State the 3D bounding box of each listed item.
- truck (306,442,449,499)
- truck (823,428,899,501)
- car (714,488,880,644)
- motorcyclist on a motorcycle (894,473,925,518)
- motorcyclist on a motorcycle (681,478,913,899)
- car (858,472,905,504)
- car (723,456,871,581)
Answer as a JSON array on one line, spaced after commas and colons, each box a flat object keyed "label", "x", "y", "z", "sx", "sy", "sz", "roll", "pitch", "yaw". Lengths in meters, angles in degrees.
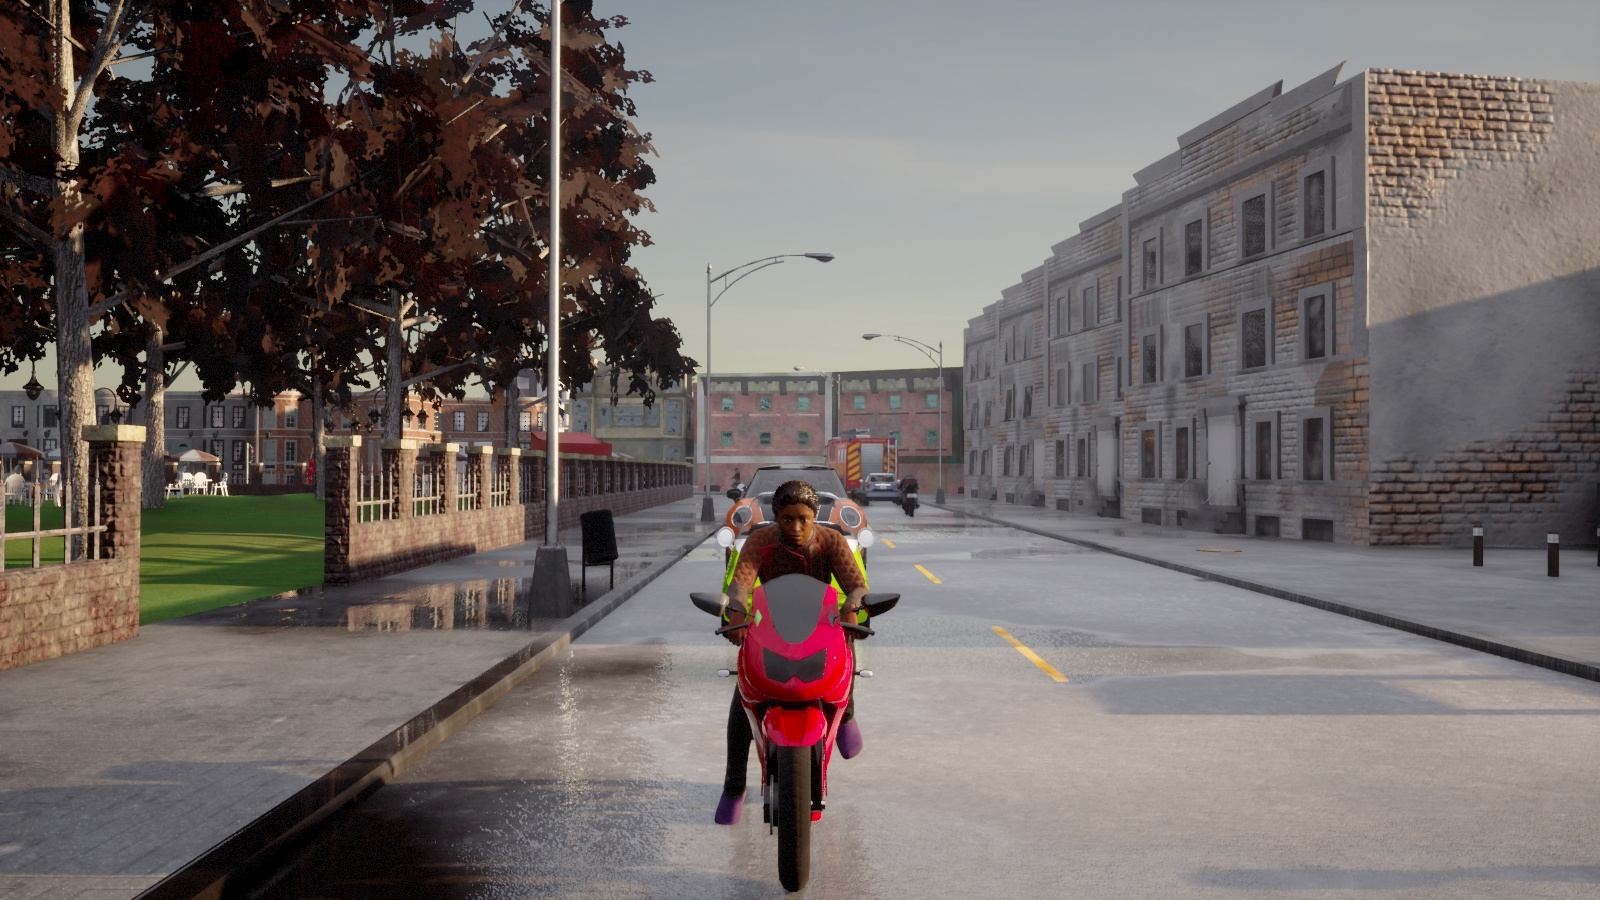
[{"label": "truck", "x": -26.326, "y": 1.253, "z": 78.481, "sx": 7.936, "sy": 3.462, "sz": 2.891, "roll": 0, "pitch": -1, "yaw": 0}, {"label": "truck", "x": 3.314, "y": 0.820, "z": 70.560, "sx": 2.891, "sy": 3.827, "sz": 8.468, "roll": 0, "pitch": -1, "yaw": -7}, {"label": "car", "x": -0.032, "y": 1.077, "z": 12.395, "sx": 1.481, "sy": 1.376, "sz": 2.207, "roll": 0, "pitch": -1, "yaw": 0}, {"label": "motorcyclist on a motorcycle", "x": 3.857, "y": 1.577, "z": 44.338, "sx": 0.866, "sy": 1.530, "sz": 2.191, "roll": 0, "pitch": -1, "yaw": 0}, {"label": "motorcyclist on a motorcycle", "x": -0.014, "y": 0.887, "z": 5.366, "sx": 0.797, "sy": 1.523, "sz": 2.044, "roll": 0, "pitch": -1, "yaw": 0}, {"label": "car", "x": 3.798, "y": 1.755, "z": 59.118, "sx": 1.970, "sy": 1.475, "sz": 3.806, "roll": 0, "pitch": -1, "yaw": 0}, {"label": "car", "x": -0.053, "y": 1.010, "z": 20.121, "sx": 2.097, "sy": 1.767, "sz": 4.553, "roll": 0, "pitch": -1, "yaw": 0}]
